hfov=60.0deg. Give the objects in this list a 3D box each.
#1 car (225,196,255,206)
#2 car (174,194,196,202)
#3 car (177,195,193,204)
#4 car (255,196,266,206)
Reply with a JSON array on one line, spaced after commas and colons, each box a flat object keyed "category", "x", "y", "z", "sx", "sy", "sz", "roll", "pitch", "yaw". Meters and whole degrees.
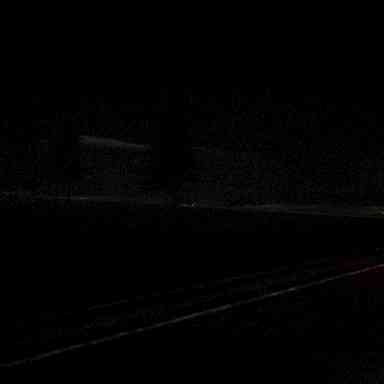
[{"category": "car", "x": 7.517, "y": 1.587, "z": 54.219, "sx": 1.895, "sy": 1.301, "sz": 4.718, "roll": 0, "pitch": 0, "yaw": -36}, {"category": "car", "x": -1.449, "y": 1.127, "z": 66.774, "sx": 2.128, "sy": 1.511, "sz": 4.902, "roll": 0, "pitch": 0, "yaw": -36}, {"category": "car", "x": -1.684, "y": 1.340, "z": 61.049, "sx": 2.097, "sy": 1.767, "sz": 4.553, "roll": 0, "pitch": 0, "yaw": -35}, {"category": "car", "x": 10.357, "y": 1.475, "z": 56.280, "sx": 2.128, "sy": 1.511, "sz": 4.902, "roll": 0, "pitch": 0, "yaw": -36}]
